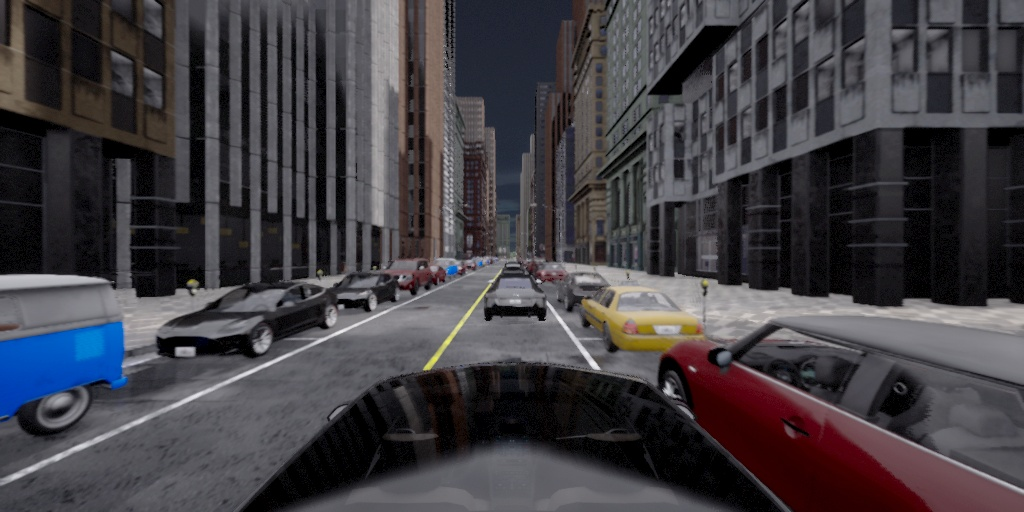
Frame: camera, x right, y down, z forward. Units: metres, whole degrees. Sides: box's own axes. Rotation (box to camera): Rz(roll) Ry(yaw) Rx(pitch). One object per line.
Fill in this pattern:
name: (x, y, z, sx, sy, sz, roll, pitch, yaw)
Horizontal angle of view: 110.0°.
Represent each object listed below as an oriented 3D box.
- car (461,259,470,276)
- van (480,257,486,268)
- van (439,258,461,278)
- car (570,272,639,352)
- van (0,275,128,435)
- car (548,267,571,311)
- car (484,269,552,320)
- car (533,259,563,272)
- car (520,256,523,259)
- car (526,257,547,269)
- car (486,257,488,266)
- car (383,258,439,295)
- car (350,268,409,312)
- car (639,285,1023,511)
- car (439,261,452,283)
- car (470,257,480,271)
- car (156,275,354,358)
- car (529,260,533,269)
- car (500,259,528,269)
car: (-5.763, 1.180, 36.692, 1.967, 1.591, 4.097, 0, 0, 0)
van: (-5.763, 1.076, 59.239, 1.690, 1.789, 3.998, 0, 0, 0)
van: (-5.763, 1.083, 31.055, 1.690, 1.789, 3.998, 0, 0, 0)
car: (2.763, 1.273, 8.690, 1.751, 1.417, 4.829, 0, 0, 0)
van: (-5.762, 1.090, 2.871, 1.690, 1.789, 3.998, 0, 0, 0)
car: (2.763, 1.297, 14.156, 2.007, 1.370, 4.403, 0, 0, 0)
car: (0.100, 1.311, 12.613, 1.994, 1.385, 4.181, 0, 0, 0)
car: (2.763, 1.183, 25.428, 1.967, 1.591, 4.097, 0, 0, 0)
car: (2.762, 1.175, 59.246, 1.967, 1.591, 4.097, 0, 0, 0)
car: (2.762, 1.055, 36.701, 2.192, 1.841, 5.009, 0, 0, 0)
car: (-5.763, 1.260, 64.705, 1.751, 1.417, 4.829, 0, 0, 0)
car: (-5.763, 1.059, 19.781, 2.192, 1.841, 5.009, 0, 0, 0)
car: (-5.762, 1.312, 14.145, 1.948, 1.339, 4.313, 0, 0, 0)
car: (2.763, 1.190, 2.883, 1.967, 1.591, 4.097, 0, 0, 0)
car: (-5.763, 1.288, 25.419, 1.888, 1.381, 4.507, 0, 0, 0)
car: (-5.763, 1.177, 47.966, 1.967, 1.591, 4.097, 0, 0, 0)
car: (-5.762, 1.314, 8.508, 1.948, 1.339, 4.313, 0, 0, 0)
car: (2.763, 1.308, 31.065, 1.948, 1.339, 4.313, 0, 0, 0)
car: (0.100, 1.247, 29.269, 1.837, 1.490, 4.892, 0, 0, 0)
